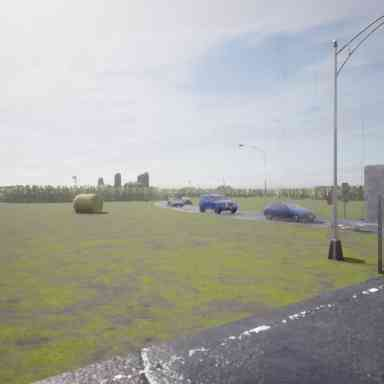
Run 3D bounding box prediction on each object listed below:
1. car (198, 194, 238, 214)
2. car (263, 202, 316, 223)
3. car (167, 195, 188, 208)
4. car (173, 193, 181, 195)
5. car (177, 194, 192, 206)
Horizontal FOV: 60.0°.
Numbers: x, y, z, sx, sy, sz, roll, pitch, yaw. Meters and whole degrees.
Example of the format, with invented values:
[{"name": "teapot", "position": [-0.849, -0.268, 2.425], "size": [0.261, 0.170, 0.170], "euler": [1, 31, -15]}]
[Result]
[{"name": "car", "position": [2.705, 1.281, 36.150], "size": [2.150, 2.045, 5.566], "euler": [-1, 0, -27]}, {"name": "car", "position": [7.681, 1.559, 26.615], "size": [1.812, 1.442, 4.674], "euler": [-1, 0, -30]}, {"name": "car", "position": [-2.589, 1.626, 50.668], "size": [2.033, 1.411, 5.357], "euler": [-1, 0, -15]}, {"name": "car", "position": [-3.041, 1.297, 66.977], "size": [2.150, 2.045, 5.566], "euler": [0, 0, -6]}, {"name": "car", "position": [-1.265, 1.585, 56.804], "size": [1.812, 1.442, 4.674], "euler": [-1, 0, -12]}]
